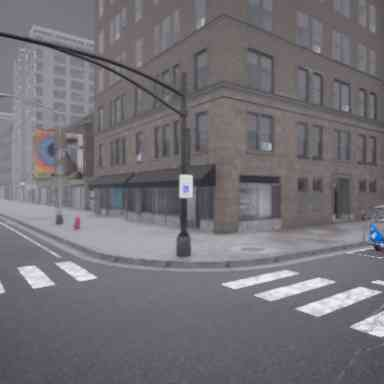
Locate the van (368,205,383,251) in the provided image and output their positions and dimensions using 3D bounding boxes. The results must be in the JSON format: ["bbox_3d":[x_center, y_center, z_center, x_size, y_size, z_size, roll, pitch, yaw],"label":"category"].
[{"bbox_3d":[8.426,1.355,12.832,3.998,1.788,1.690,0,0,-36],"label":"van"}]
